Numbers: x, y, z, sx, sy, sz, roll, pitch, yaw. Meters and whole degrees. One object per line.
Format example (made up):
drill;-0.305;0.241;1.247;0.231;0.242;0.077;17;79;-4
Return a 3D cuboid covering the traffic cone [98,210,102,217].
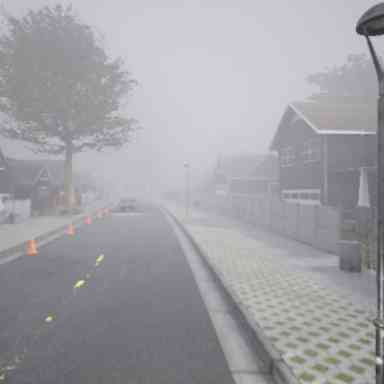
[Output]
traffic cone;-7.370;1.695;26.534;0.340;0.580;0.340;0;1;-8

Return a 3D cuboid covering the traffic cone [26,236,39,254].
traffic cone;-5.618;1.841;11.700;0.340;0.580;0.340;0;1;-9

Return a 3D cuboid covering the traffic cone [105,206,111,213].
traffic cone;-8.080;1.653;31.458;0.340;0.580;0.340;0;1;-8

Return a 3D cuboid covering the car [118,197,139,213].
car;-6.306;1.222;33.182;2.033;1.411;5.357;0;1;-9

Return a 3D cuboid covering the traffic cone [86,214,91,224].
traffic cone;-6.710;1.741;21.601;0.340;0.580;0.340;0;1;-7

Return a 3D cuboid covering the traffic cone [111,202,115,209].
traffic cone;-8.838;1.612;36.375;0.340;0.580;0.340;0;1;-9
